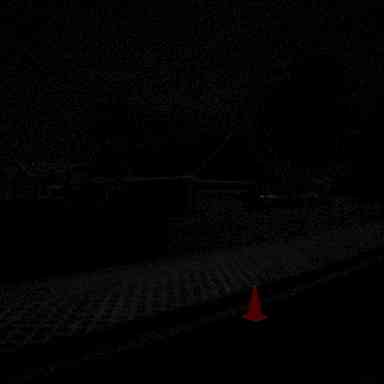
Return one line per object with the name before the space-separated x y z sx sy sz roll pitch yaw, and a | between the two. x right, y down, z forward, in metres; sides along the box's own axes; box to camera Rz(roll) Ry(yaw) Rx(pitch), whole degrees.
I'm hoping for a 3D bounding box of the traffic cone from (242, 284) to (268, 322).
traffic cone | 1.146 1.974 6.023 0.340 0.580 0.340 0 0 -40
